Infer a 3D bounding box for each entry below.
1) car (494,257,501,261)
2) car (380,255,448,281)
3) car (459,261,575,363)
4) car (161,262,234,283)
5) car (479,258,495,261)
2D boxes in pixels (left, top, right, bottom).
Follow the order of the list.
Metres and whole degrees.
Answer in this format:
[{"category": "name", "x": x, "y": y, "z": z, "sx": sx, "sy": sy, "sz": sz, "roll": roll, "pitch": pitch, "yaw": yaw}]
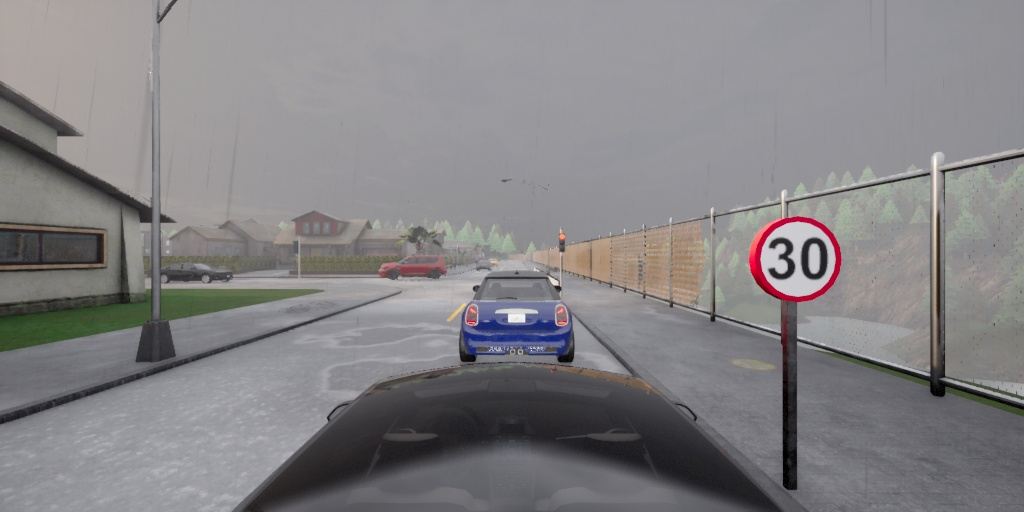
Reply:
[{"category": "car", "x": -3.496, "y": 1.228, "z": 64.461, "sx": 1.882, "sy": 1.535, "sz": 5.008, "roll": 0, "pitch": 0, "yaw": 1}, {"category": "car", "x": -8.235, "y": 0.971, "z": 30.305, "sx": 5.566, "sy": 2.045, "sz": 2.150, "roll": 0, "pitch": 2, "yaw": -22}, {"category": "car", "x": 0.117, "y": 1.102, "z": 8.357, "sx": 2.097, "sy": 1.767, "sz": 4.553, "roll": 0, "pitch": 0, "yaw": 1}, {"category": "car", "x": -23.612, "y": 1.228, "z": 26.708, "sx": 5.008, "sy": 1.535, "sz": 1.882, "roll": 0, "pitch": 0, "yaw": 1}, {"category": "car", "x": -3.688, "y": 1.254, "z": 47.448, "sx": 1.837, "sy": 1.490, "sz": 4.892, "roll": 0, "pitch": 0, "yaw": 1}]
